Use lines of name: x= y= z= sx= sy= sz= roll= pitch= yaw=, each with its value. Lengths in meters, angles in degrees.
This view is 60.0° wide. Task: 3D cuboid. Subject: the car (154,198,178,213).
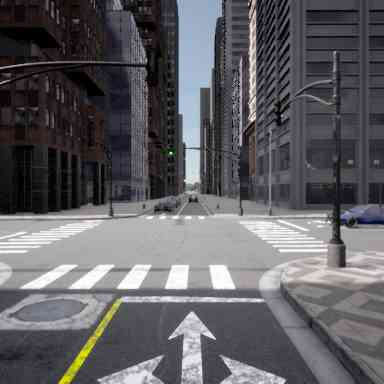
car: x=-2.983 y=1.604 z=36.414 sx=1.895 sy=1.301 sz=4.718 roll=0 pitch=0 yaw=3

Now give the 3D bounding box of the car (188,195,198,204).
car: x=0.263 y=1.495 z=66.629 sx=1.882 sy=1.535 sz=5.008 roll=0 pitch=0 yaw=0

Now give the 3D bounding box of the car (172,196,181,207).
car: x=-2.928 y=1.569 z=46.500 sx=1.994 sy=1.385 sz=4.181 roll=0 pitch=0 yaw=1

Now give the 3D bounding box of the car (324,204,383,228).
car: x=11.194 y=1.462 z=20.674 sx=5.357 sy=1.411 sz=2.033 roll=0 pitch=0 yaw=0

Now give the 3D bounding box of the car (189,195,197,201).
car: x=0.316 y=1.360 z=77.055 sx=1.837 sy=1.490 sz=4.892 roll=0 pitch=0 yaw=0

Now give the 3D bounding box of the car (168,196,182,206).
car: x=-2.858 y=1.502 z=58.134 sx=2.128 sy=1.511 sz=4.902 roll=0 pitch=0 yaw=1
